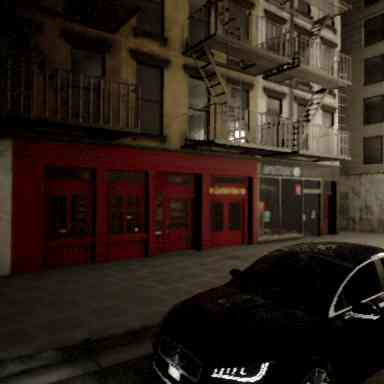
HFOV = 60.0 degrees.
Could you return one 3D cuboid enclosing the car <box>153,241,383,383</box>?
[{"bbox_3d":[1.805,1.535,4.669,4.892,1.490,1.837,1,0,-36],"label":"car"}]
